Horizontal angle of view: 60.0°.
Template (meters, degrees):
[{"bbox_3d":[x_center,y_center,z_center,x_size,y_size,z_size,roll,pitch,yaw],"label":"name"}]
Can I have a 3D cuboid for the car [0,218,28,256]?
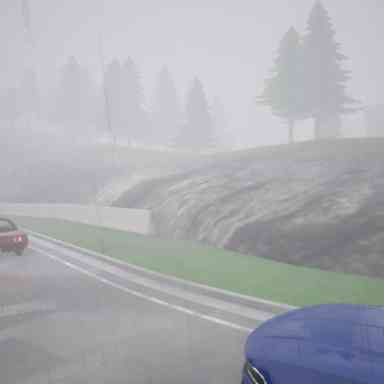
[{"bbox_3d":[-7.644,1.593,12.278,1.895,1.301,4.718,0,0,-40],"label":"car"}]

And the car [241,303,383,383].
[{"bbox_3d":[2.726,1.478,2.135,5.008,1.535,1.882,0,0,36],"label":"car"}]
